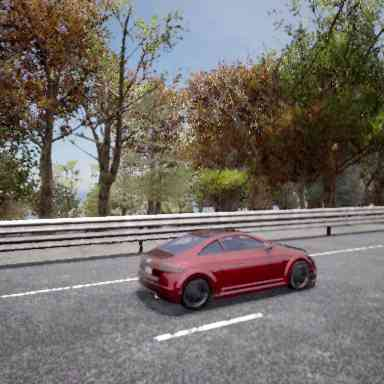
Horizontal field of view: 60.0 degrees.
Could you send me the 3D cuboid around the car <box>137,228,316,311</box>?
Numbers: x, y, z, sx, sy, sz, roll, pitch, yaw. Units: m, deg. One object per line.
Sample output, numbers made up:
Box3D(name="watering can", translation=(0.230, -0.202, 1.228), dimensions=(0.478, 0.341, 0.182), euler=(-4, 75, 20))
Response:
Box3D(name="car", translation=(0.865, 1.550, 7.721), dimensions=(4.181, 1.385, 1.994), euler=(0, 0, -29))
